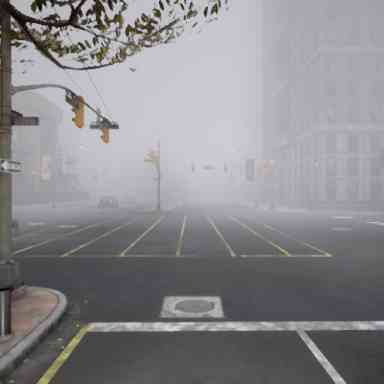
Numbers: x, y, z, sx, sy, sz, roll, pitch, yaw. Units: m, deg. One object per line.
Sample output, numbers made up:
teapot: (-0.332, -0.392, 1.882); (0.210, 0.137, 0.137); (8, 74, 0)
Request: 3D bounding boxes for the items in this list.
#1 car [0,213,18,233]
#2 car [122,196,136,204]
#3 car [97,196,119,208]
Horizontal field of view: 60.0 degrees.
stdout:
car: (-11.136, 1.337, 16.418); (4.553, 1.767, 2.097); (0, 0, 0)
car: (-11.551, 1.456, 61.084); (2.128, 1.511, 4.902); (0, 0, 0)
car: (-11.626, 1.324, 46.347); (2.097, 1.767, 4.553); (0, 0, 0)
